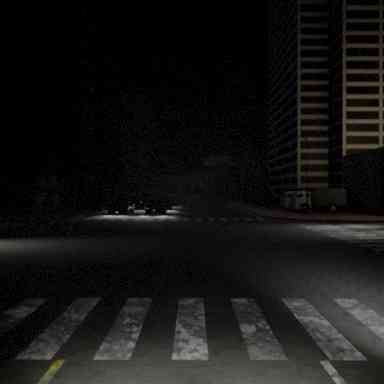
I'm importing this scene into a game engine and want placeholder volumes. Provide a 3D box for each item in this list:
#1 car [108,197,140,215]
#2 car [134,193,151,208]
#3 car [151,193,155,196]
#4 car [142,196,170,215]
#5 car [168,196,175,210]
[{"bbox_3d":[-7.097,1.532,34.119,2.033,1.411,5.357,0,0,0],"label":"car"},{"bbox_3d":[-7.096,1.332,43.552,2.097,1.767,4.553,0,0,0],"label":"car"},{"bbox_3d":[-7.060,1.197,54.098,2.150,2.045,5.566,0,0,0],"label":"car"},{"bbox_3d":[-3.594,1.489,33.806,1.837,1.490,4.892,0,0,0],"label":"car"},{"bbox_3d":[-3.597,1.544,42.721,1.994,1.385,4.181,0,0,0],"label":"car"}]
